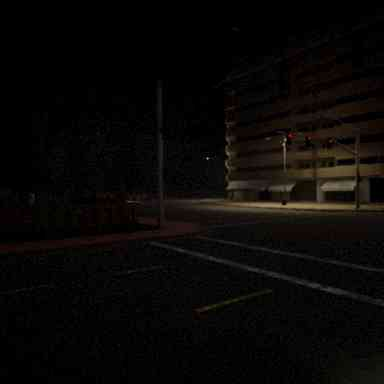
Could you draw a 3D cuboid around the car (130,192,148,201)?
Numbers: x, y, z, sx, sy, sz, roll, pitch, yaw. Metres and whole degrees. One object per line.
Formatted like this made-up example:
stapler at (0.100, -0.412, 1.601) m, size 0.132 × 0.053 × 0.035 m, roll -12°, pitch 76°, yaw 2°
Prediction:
car at (-10.665, 0.862, 66.754) m, size 2.097 × 1.767 × 4.553 m, roll -1°, pitch 0°, yaw 16°
